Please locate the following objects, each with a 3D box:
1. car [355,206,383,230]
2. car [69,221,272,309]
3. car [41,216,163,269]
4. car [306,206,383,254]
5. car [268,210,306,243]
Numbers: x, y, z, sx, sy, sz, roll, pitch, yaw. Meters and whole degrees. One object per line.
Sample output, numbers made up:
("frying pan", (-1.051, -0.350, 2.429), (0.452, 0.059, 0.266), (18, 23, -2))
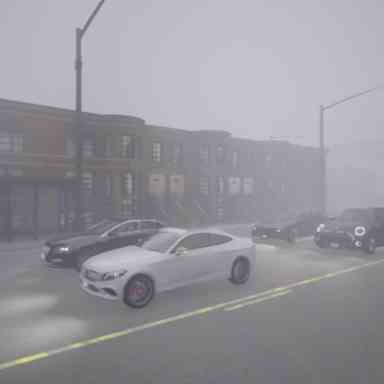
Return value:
("car", (13.474, 1.736, 23.193), (4.718, 1.301, 1.895), (0, -1, -37))
("car", (-0.322, 1.595, 8.215), (4.674, 1.442, 1.812), (0, -1, -37))
("car", (-2.334, 1.591, 11.070), (4.902, 1.511, 2.128), (0, -1, -38))
("car", (7.168, 1.438, 13.957), (4.553, 1.767, 2.097), (0, -1, -37))
("car", (5.453, 1.664, 17.058), (5.357, 1.411, 2.033), (0, -1, -38))
